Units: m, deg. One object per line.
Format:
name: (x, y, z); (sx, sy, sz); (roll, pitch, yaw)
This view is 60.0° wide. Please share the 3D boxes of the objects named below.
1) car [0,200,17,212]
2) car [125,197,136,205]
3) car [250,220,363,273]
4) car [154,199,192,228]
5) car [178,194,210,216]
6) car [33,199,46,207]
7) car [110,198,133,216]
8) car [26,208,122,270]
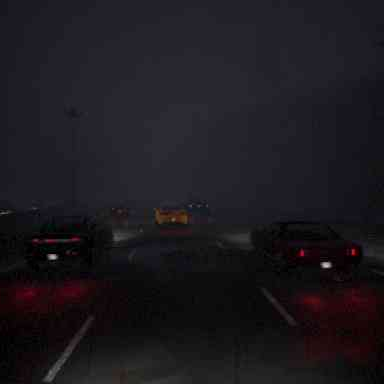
car: (-24.071, 1.796, 43.050); (1.812, 1.442, 4.674); (-1, 1, -19)
car: (-11.008, 1.567, 57.805); (2.128, 1.511, 4.902); (0, 0, -23)
car: (3.229, 1.544, 10.548); (1.895, 1.301, 4.718); (-1, 0, -4)
car: (-1.490, 1.470, 22.332); (1.882, 1.535, 5.008); (0, 0, -9)
car: (0.243, 1.308, 31.973); (2.097, 1.767, 4.553); (-1, 0, -11)
car: (-25.734, 1.820, 56.207); (2.033, 1.411, 5.357); (-1, 0, -23)
car: (-6.997, 1.579, 32.318); (1.812, 1.442, 4.674); (-1, 0, -12)
car: (-3.913, 1.530, 11.319); (2.128, 1.511, 4.902); (-1, 0, -5)
